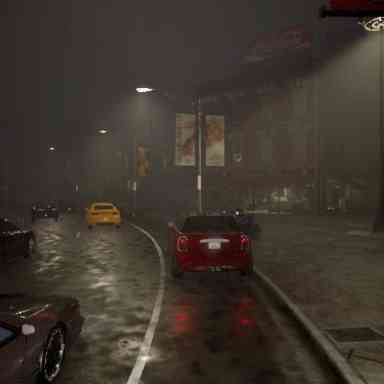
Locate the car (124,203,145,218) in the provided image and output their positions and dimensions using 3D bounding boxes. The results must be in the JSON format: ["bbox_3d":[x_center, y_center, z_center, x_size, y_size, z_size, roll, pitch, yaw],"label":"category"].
[{"bbox_3d":[-5.800,1.587,29.690,1.895,1.301,4.718,0,0,-25],"label":"car"}]

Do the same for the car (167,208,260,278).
[{"bbox_3d":[0.332,1.349,10.349,2.097,1.767,4.553,0,0,-6],"label":"car"}]

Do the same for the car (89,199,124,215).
[{"bbox_3d":[-8.914,1.509,34.501,2.002,1.452,4.674,0,0,-35],"label":"car"}]

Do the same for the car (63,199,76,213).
[{"bbox_3d":[-14.131,1.492,36.144,1.837,1.490,4.892,1,0,-38],"label":"car"}]

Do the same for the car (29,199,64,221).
[{"bbox_3d":[-11.759,1.482,26.337,2.128,1.511,4.902,0,0,-27],"label":"car"}]

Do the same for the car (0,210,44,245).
[{"bbox_3d":[-6.348,1.498,10.022,1.837,1.490,4.892,1,-1,-6],"label":"car"}]

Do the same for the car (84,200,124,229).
[{"bbox_3d":[-5.978,1.471,21.965,1.882,1.535,5.008,0,0,-20],"label":"car"}]

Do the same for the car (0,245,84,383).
[{"bbox_3d":[-2.601,1.546,2.295,2.033,1.411,5.357,0,0,4],"label":"car"}]
